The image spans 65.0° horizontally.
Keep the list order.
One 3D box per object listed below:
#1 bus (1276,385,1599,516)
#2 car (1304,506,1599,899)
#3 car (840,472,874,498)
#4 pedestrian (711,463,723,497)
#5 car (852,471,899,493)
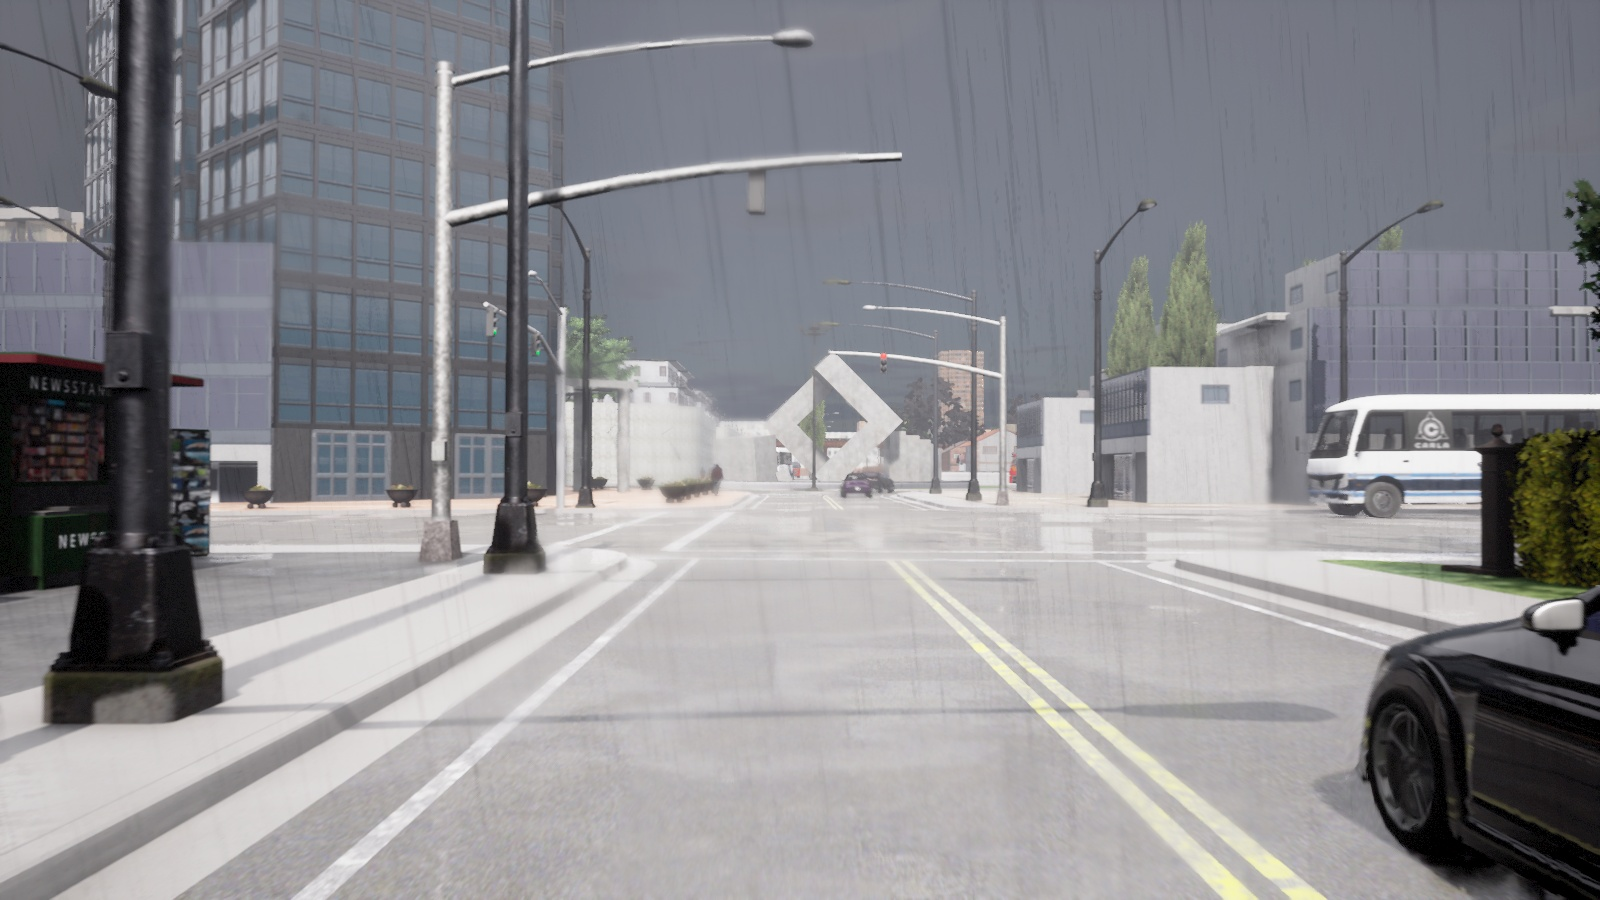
[{"bbox_3d":[22.477,0.040,43.671,10.273,4.253,3.944,-1,-1,0],"label":"bus"},{"bbox_3d":[3.489,0.933,4.105,1.994,1.385,4.181,0,-1,0],"label":"car"},{"bbox_3d":[3.334,2.051,73.836,1.816,1.474,4.193,0,-1,0],"label":"car"},{"bbox_3d":[-4.599,1.665,69.722,0.634,1.844,0.899,0,-1,-3],"label":"pedestrian"},{"bbox_3d":[5.362,2.227,88.278,2.128,1.511,4.902,-1,-1,18],"label":"car"}]
